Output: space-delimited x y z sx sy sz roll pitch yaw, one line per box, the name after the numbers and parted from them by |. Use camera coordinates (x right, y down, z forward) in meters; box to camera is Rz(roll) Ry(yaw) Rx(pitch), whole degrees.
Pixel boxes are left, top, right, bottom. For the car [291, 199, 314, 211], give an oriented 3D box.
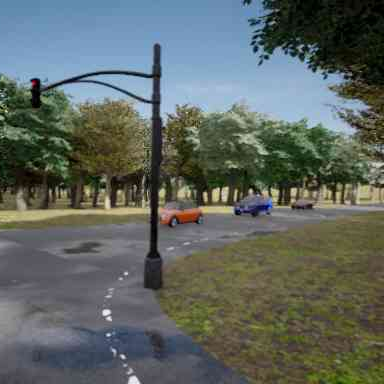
15.216 1.766 45.721 1.882 1.535 5.008 2 1 37 | car

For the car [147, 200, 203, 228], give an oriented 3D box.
-1.155 1.509 24.189 2.097 1.767 4.553 2 1 37 | car

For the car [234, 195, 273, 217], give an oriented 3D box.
6.430 1.410 34.171 2.150 2.045 5.566 2 2 37 | car
